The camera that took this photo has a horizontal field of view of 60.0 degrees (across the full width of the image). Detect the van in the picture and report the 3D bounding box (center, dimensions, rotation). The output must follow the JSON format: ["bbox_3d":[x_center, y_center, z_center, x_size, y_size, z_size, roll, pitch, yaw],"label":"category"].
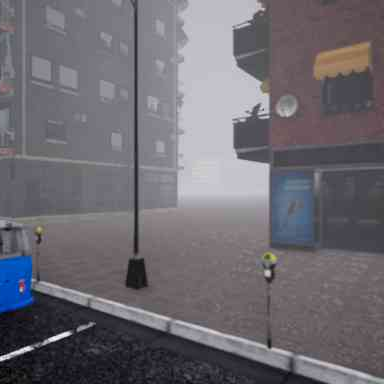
[{"bbox_3d":[-4.651,1.332,6.194,3.998,1.788,1.690,0,0,35],"label":"van"}]
